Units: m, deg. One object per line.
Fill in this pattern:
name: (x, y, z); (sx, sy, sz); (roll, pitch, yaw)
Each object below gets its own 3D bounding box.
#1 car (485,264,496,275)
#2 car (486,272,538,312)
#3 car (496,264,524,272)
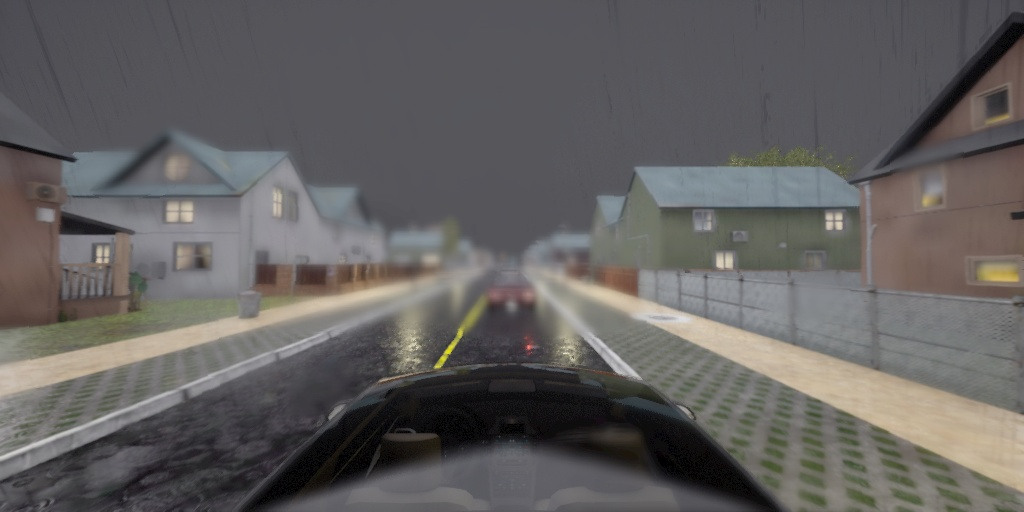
car: (-2.769, 1.926, 52.413); (1.837, 1.490, 4.892); (0, -1, 0)
car: (0.019, 1.506, 15.118); (1.895, 1.301, 4.718); (0, -1, 0)
car: (0.023, 1.595, 30.364); (2.128, 1.511, 4.902); (0, -1, 1)
